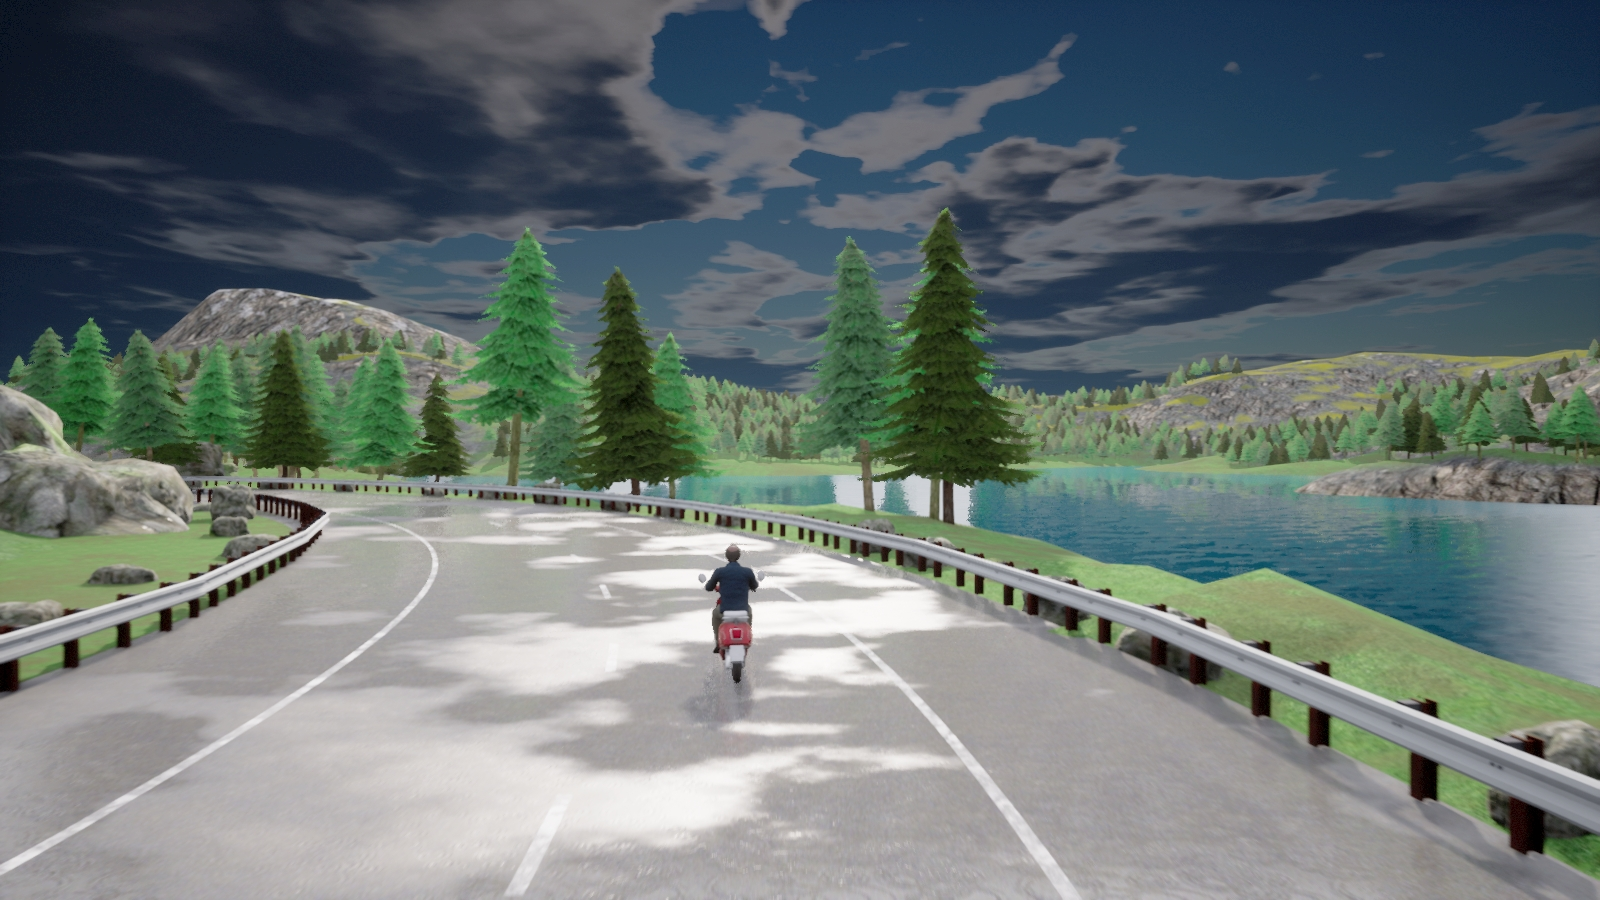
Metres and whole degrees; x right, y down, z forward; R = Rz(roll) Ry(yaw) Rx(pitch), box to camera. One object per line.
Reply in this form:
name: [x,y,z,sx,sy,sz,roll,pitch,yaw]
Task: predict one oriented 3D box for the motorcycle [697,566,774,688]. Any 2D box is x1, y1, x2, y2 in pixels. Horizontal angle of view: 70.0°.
motorcycle: [-0.840,2.182,14.379,0.856,1.236,1.805,0,0,-7]
